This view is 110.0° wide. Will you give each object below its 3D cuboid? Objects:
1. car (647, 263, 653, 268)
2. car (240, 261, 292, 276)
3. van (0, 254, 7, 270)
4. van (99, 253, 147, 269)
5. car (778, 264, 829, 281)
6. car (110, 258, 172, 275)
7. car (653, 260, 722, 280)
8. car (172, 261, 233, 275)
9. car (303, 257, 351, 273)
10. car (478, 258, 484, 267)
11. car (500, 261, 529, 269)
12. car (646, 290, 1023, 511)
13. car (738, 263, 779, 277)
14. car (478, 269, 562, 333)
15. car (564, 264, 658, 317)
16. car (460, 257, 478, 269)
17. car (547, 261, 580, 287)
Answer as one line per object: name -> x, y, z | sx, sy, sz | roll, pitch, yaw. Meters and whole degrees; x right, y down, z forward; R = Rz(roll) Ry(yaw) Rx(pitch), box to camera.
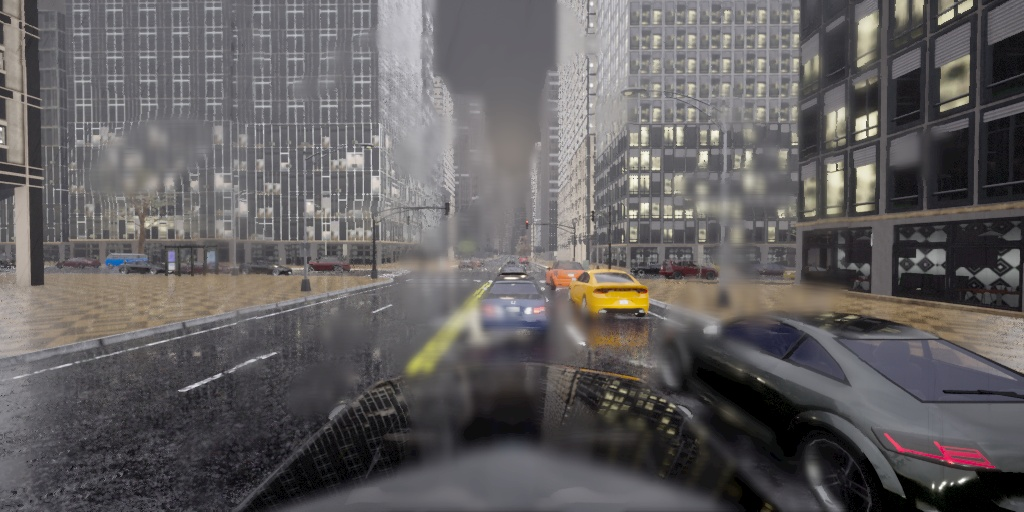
car -> 15.189, 1.452, 38.646 | 4.718, 1.301, 1.895 | 1, 1, 1
car -> -22.800, 1.173, 33.296 | 4.313, 1.339, 1.948 | 0, 0, 1
van -> -51.210, 0.686, 33.939 | 3.998, 1.789, 1.690 | 0, 0, 1
van -> -45.375, 0.604, 42.214 | 3.998, 1.789, 1.690 | 0, 0, 1
car -> 27.575, 1.578, 32.681 | 4.829, 1.417, 1.751 | 0, 0, 1
car -> -34.165, 1.068, 33.578 | 4.313, 1.339, 1.948 | 0, 0, 1
car -> 16.126, 1.268, 32.853 | 5.009, 1.841, 2.192 | 0, 0, 1
car -> -28.484, 1.137, 33.417 | 4.207, 1.307, 1.802 | 0, 0, 1
car -> -20.188, 0.886, 39.154 | 4.553, 1.767, 2.097 | 0, 1, 1
car -> -6.696, 1.054, 64.259 | 2.097, 1.767, 4.553 | 0, 0, 0
car -> 0.060, 1.232, 20.488 | 2.128, 1.511, 4.902 | 0, 0, 0
car -> 3.339, 1.313, 4.057 | 1.994, 1.385, 4.181 | 0, 0, 0
car -> 27.401, 1.506, 38.458 | 5.357, 1.411, 2.033 | 1, 1, 1
car -> 0.081, 1.294, 10.735 | 2.033, 1.411, 5.357 | 0, 0, 1
car -> 3.325, 1.223, 13.142 | 1.882, 1.535, 5.008 | 0, 0, 0
car -> -6.706, 1.277, 54.258 | 1.994, 1.385, 4.181 | 0, 0, 0
car -> 3.305, 1.092, 22.147 | 2.097, 1.767, 4.553 | 0, 0, 0
